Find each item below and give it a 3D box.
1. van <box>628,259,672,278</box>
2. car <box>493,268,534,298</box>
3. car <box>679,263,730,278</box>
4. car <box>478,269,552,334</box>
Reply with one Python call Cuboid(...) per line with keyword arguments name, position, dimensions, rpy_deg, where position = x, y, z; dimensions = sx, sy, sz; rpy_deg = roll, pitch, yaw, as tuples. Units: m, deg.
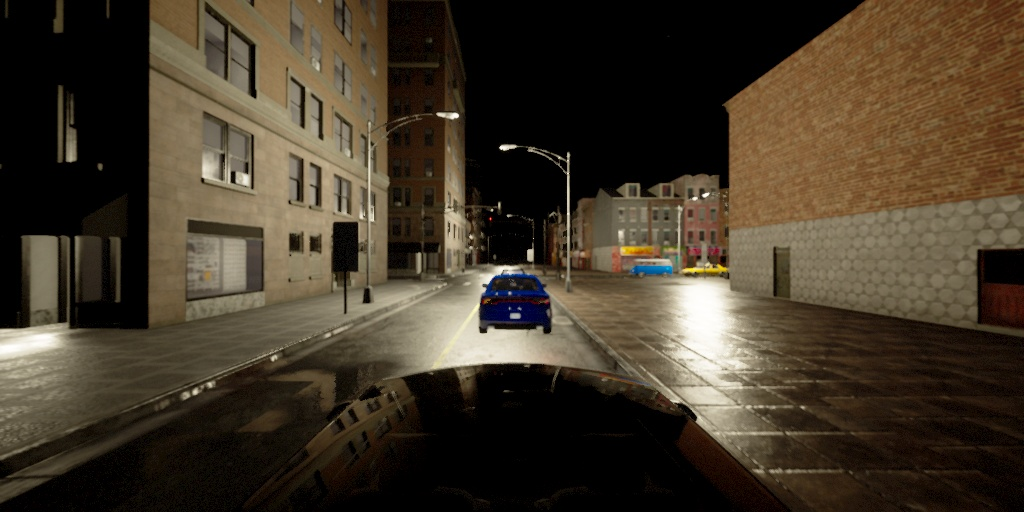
Cuboid(name="van", position=(13.663, 1.220, 35.377), dimensions=(3.998, 1.789, 1.690), rpy_deg=(0, 0, 0))
Cuboid(name="car", position=(0.060, 1.385, 19.611), dimensions=(1.994, 1.385, 4.181), rpy_deg=(0, 0, 0))
Cuboid(name="car", position=(19.105, 1.400, 35.381), dimensions=(4.829, 1.417, 1.751), rpy_deg=(0, 0, 0))
Cuboid(name="car", position=(0.080, 1.264, 10.843), dimensions=(1.882, 1.535, 5.008), rpy_deg=(0, 0, 0))
